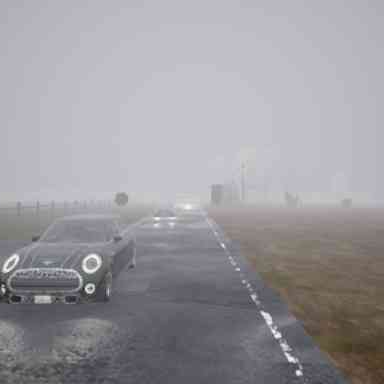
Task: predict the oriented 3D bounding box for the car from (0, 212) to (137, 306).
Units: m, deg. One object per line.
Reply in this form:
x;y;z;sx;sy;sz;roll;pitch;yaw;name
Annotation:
-2.751;1.399;8.382;2.097;1.767;4.553;0;0;0;car

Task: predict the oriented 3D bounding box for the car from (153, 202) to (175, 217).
-2.776;1.759;34.580;1.812;1.442;4.674;0;0;0;car
